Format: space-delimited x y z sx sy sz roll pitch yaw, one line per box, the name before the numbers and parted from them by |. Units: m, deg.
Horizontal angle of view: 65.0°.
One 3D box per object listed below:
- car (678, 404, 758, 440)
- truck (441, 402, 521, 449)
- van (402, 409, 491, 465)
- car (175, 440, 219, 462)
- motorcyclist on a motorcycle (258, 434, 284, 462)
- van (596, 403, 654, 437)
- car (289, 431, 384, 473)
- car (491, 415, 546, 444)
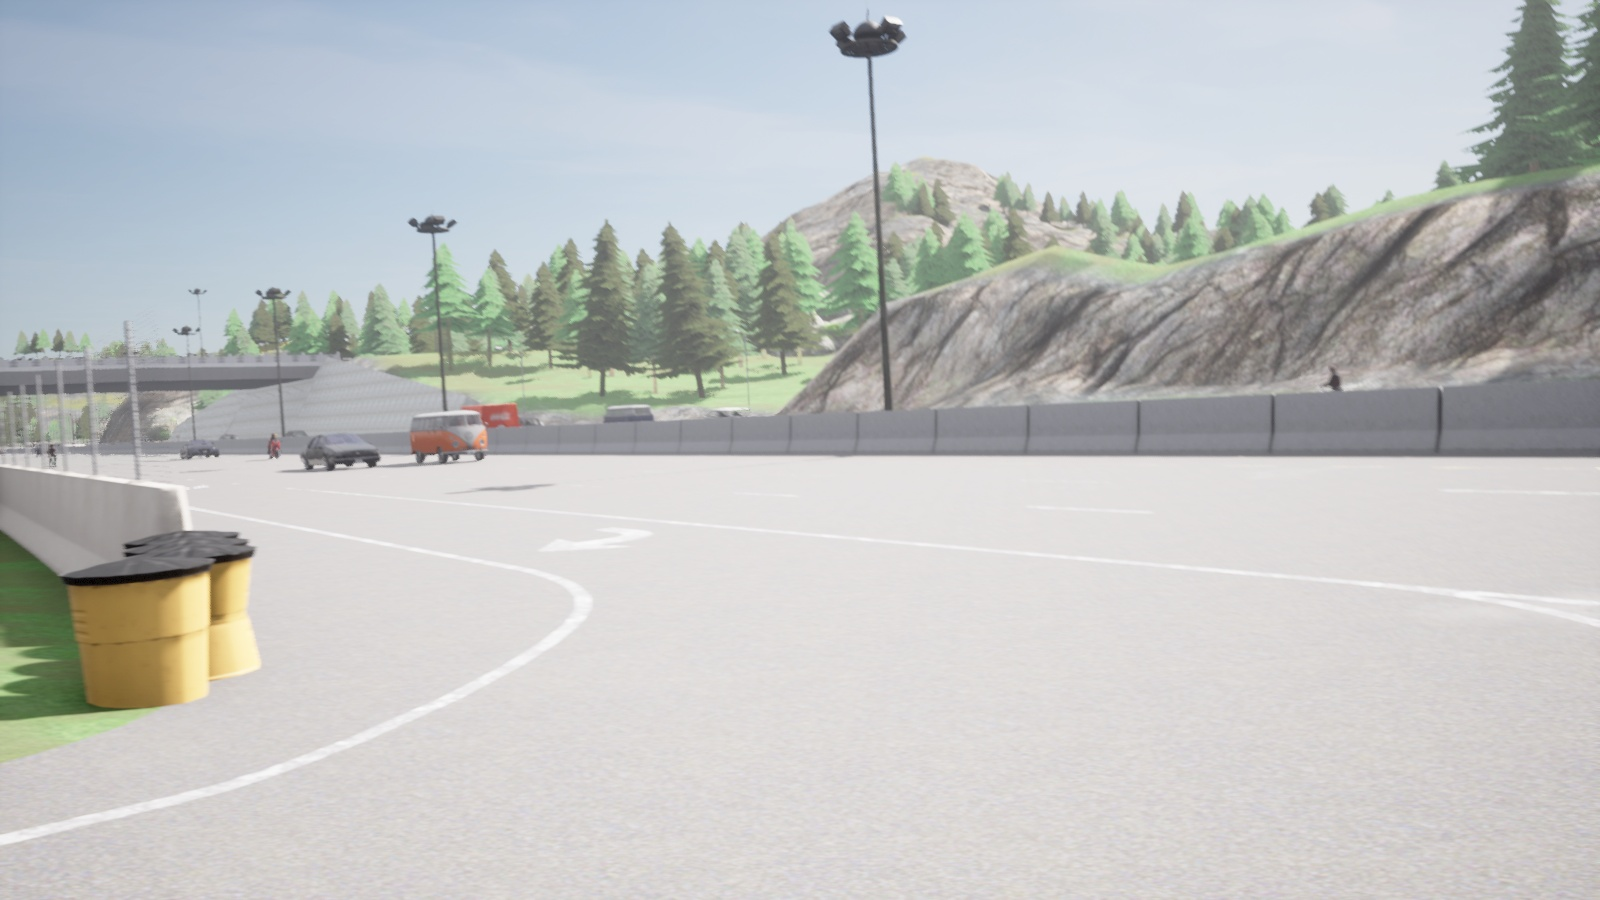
car | -3.893 -1.309 59.018 1.970 1.475 3.806 -5 3 -36
truck | -18.725 -1.398 73.583 2.627 2.467 5.204 -5 3 -36
van | -13.800 -0.488 48.858 1.775 1.987 4.442 -5 3 -36
car | -42.931 0.066 89.349 1.994 1.385 4.181 -5 3 -36
motorcyclist on a motorcycle | -30.168 -0.122 71.616 0.797 1.523 2.044 -5 3 -36
van | -11.355 -1.934 81.297 1.775 1.987 4.442 -5 3 -36
car | -18.127 0.080 48.931 2.033 1.411 5.357 -5 3 -36
car | -17.486 -1.262 77.885 1.851 1.617 3.988 -5 3 -36
